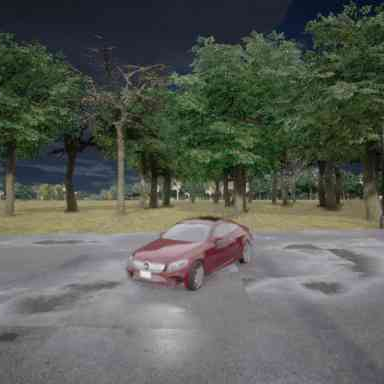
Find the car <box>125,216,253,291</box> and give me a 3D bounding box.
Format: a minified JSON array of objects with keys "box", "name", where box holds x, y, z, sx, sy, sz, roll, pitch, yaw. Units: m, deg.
[{"box":[0.207,1.471,9.331,1.812,1.442,4.674,0,3,32],"name":"car"}]
